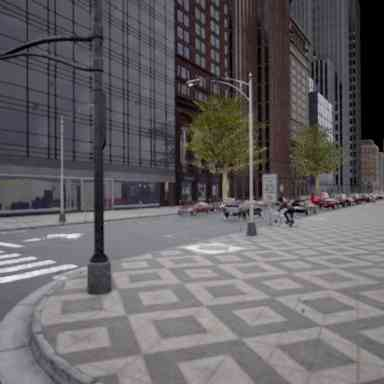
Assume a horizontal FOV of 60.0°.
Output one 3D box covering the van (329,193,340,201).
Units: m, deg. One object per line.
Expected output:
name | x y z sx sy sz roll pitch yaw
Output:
van | 35.484 1.192 82.912 1.690 1.788 3.998 -1 0 35

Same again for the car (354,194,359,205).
car | 23.338 1.381 50.191 1.947 1.339 4.313 0 0 35

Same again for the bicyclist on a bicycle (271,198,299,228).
bicyclist on a bicycle | 5.136 1.180 18.486 1.656 1.620 0.582 -1 0 35

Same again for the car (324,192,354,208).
car | 20.142 1.140 45.545 2.192 1.841 5.009 0 0 35

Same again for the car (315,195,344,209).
car | 16.949 1.380 40.898 1.887 1.381 4.507 0 0 35

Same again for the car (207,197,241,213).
car | 3.537 1.374 36.437 1.967 1.590 4.097 0 0 35

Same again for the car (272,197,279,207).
car | 9.831 1.433 45.591 1.752 1.417 4.829 0 0 35

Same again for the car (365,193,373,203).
car | 32.920 1.102 64.132 2.192 1.841 5.009 0 0 35

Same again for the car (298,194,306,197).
car | 19.512 1.422 59.674 1.887 1.381 4.507 0 0 35

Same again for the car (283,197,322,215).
car | 10.560 1.428 31.604 1.947 1.339 4.313 0 0 35

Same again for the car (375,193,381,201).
car | 42.504 1.361 78.070 1.802 1.307 4.206 -1 0 35

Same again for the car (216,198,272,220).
car | 4.329 1.396 27.093 2.128 1.511 4.902 -1 0 35

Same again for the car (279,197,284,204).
car | 13.122 1.462 50.380 1.947 1.339 4.313 0 0 35

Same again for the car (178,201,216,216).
car | 0.344 1.531 31.790 1.802 1.307 4.206 0 0 35

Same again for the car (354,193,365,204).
car | 26.531 1.121 54.838 2.192 1.841 5.009 0 0 35

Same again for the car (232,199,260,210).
car | 6.733 1.502 41.085 1.802 1.307 4.206 0 0 35

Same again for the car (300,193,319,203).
car | 22.705 1.183 64.322 2.192 1.841 5.009 0 0 35

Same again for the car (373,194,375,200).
car | 36.211 1.305 68.917 1.752 1.417 4.829 -1 0 35

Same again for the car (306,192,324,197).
car | 18.705 1.066 47.989 2.150 2.045 5.566 -1 0 35
